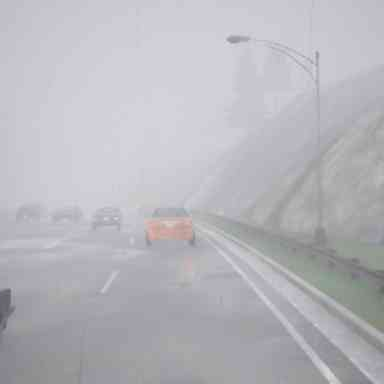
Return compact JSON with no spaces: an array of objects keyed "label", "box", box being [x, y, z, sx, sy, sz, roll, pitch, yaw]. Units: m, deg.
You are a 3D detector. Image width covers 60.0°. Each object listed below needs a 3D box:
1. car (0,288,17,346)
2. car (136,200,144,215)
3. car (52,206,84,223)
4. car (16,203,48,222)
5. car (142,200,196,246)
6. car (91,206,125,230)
[{"label":"car","box":[-3.556,1.663,2.937,1.895,1.301,4.718,-1,0,-2]},{"label":"car","box":[-4.898,1.577,35.635,1.882,1.535,5.008,-1,0,-15]},{"label":"car","box":[-10.156,1.787,27.539,1.895,1.301,4.718,-1,0,-11]},{"label":"car","box":[-14.235,1.761,29.788,1.837,1.490,4.892,-1,0,-12]},{"label":"car","box":[-1.118,1.377,15.642,2.097,1.767,4.553,-1,0,-7]},{"label":"car","box":[-5.574,1.652,22.263,2.033,1.411,5.357,-1,0,-10]}]
